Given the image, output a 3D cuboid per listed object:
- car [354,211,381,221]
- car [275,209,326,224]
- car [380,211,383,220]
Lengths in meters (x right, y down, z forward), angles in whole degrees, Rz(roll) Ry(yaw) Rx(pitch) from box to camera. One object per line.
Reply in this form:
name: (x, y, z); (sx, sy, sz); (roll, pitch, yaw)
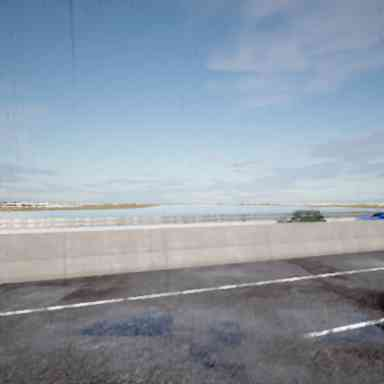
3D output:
car: (16.362, 2.397, 28.922); (5.008, 1.535, 1.882); (0, -2, -23)
car: (9.721, 2.370, 29.945); (4.553, 1.767, 2.097); (0, -2, -23)
car: (17.068, 2.310, 25.427); (4.674, 1.442, 1.812); (0, -2, -23)
